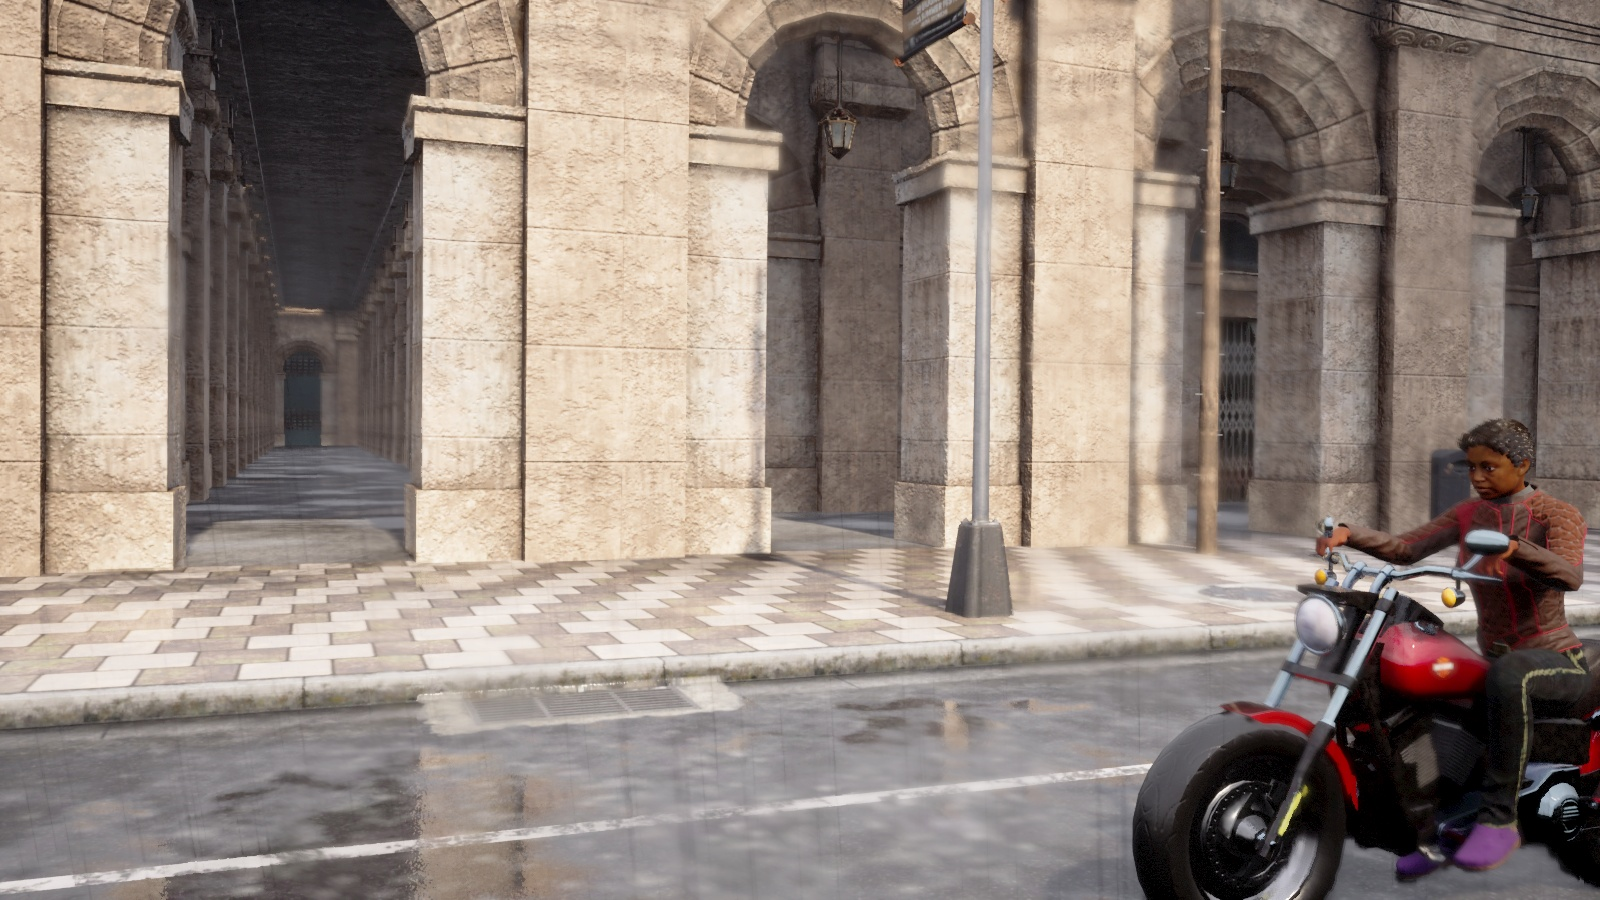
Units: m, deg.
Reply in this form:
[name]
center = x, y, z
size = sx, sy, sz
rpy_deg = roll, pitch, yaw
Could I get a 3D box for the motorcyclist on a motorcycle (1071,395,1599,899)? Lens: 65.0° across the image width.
[motorcyclist on a motorcycle]
center = 2.107, 0.660, 4.062
size = 2.350, 1.649, 0.766
rpy_deg = -1, 1, -21
